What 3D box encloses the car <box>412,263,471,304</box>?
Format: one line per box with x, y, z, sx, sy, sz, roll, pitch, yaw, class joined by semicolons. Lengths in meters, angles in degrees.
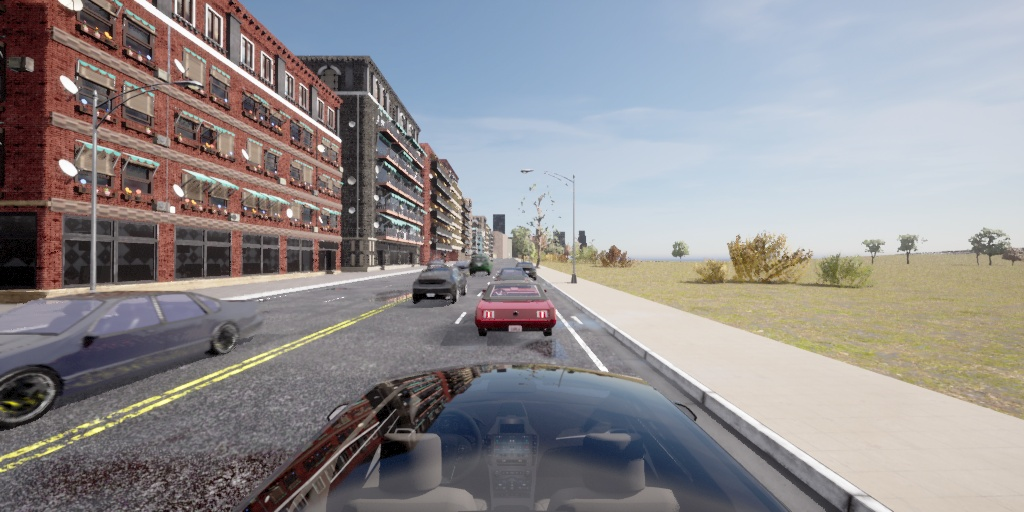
-3.193;1.259;16.493;1.837;1.490;4.892;0;0;0;car

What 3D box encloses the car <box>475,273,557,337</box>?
0.076;1.352;10.322;1.895;1.301;4.718;0;0;0;car

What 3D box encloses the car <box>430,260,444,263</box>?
-9.981;1.244;47.327;2.128;1.511;4.902;0;0;0;car

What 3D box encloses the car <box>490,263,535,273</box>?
0.037;1.317;20.353;1.994;1.385;4.181;0;0;0;car

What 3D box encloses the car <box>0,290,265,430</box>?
-6.612;1.298;5.857;2.033;1.411;5.357;0;0;0;car

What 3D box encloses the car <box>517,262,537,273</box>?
1.054;1.259;30.347;1.837;1.490;4.892;0;0;0;car

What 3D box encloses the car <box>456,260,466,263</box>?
-6.735;1.301;47.995;2.033;1.411;5.357;0;0;0;car

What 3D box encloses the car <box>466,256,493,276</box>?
-3.255;0.977;38.183;2.150;2.045;5.566;0;0;0;car
